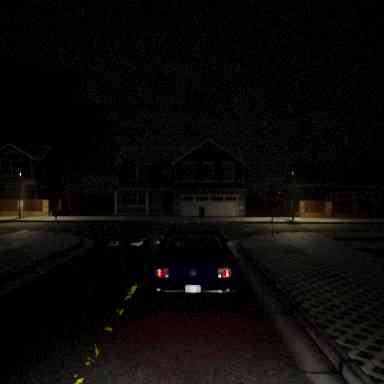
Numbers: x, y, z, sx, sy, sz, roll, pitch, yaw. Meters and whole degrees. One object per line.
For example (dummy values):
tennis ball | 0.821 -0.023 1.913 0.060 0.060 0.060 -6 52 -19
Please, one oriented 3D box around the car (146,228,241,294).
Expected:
car | 0.042 1.610 8.734 1.895 1.301 4.718 0 0 0
